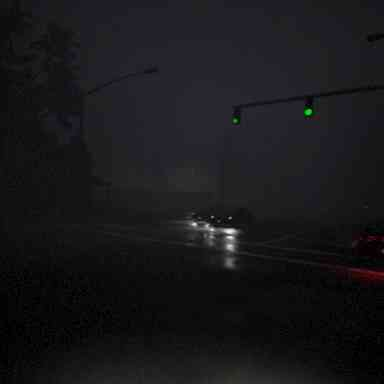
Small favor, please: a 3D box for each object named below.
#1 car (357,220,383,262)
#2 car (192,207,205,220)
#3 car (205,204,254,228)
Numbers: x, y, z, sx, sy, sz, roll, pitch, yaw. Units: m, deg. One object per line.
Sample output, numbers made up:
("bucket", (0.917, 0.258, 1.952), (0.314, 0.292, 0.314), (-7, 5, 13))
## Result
("car", (7.630, 1.813, 12.772), (1.882, 1.535, 5.008), (2, 0, 33))
("car", (2.113, 1.831, 29.955), (2.033, 1.411, 5.357), (2, 0, 34))
("car", (3.179, 1.811, 25.234), (1.812, 1.442, 4.674), (2, 0, 33))
